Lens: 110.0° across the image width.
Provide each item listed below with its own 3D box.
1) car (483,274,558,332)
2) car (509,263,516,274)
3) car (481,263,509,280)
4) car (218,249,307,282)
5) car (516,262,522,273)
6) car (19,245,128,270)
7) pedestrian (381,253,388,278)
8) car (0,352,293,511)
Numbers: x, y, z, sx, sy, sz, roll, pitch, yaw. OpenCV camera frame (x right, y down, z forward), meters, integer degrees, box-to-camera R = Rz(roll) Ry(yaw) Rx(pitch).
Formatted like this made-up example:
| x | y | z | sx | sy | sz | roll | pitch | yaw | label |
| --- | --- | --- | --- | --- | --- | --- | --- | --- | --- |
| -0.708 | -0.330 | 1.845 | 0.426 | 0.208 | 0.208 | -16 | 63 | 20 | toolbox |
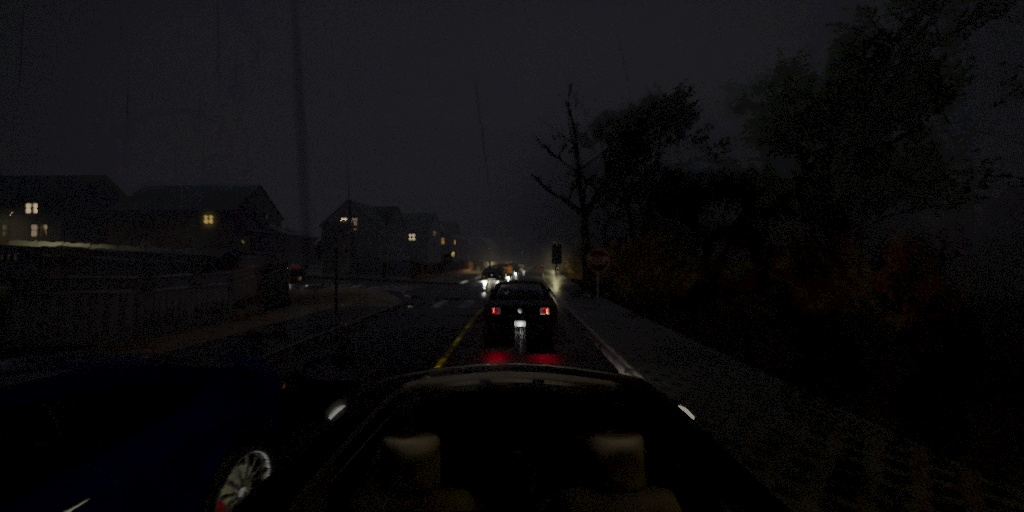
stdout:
| x | y | z | sx | sy | sz | roll | pitch | yaw | label |
| --- | --- | --- | --- | --- | --- | --- | --- | --- | --- |
| 0.250 | 1.408 | 11.108 | 1.895 | 1.301 | 4.718 | 0 | 0 | 1 | car |
| -1.025 | 1.533 | 42.718 | 1.882 | 1.535 | 5.008 | 0 | -1 | 5 | car |
| -1.702 | 1.533 | 33.924 | 1.994 | 1.385 | 4.181 | 0 | -1 | 3 | car |
| -14.100 | 0.579 | 20.187 | 4.553 | 1.767 | 2.097 | 3 | -1 | 1 | car |
| -0.043 | 1.705 | 53.018 | 1.812 | 1.442 | 4.674 | 0 | -1 | 6 | car |
| -24.765 | 0.198 | 20.377 | 5.008 | 1.535 | 1.882 | 3 | -1 | 1 | car |
| -9.250 | 0.669 | 25.964 | 0.375 | 1.860 | 0.375 | 0 | -3 | 1 | pedestrian |
| -2.783 | 1.272 | 1.250 | 1.812 | 1.442 | 4.674 | 0 | 0 | 1 | car |
